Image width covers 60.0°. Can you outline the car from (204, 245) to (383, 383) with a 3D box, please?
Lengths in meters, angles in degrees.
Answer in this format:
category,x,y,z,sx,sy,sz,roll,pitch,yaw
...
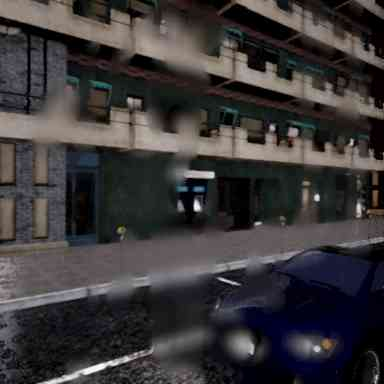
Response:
category,x,y,z,sx,sy,sz,roll,pitch,yaw
car,2.225,1.551,4.924,4.181,1.385,1.994,0,0,-35
